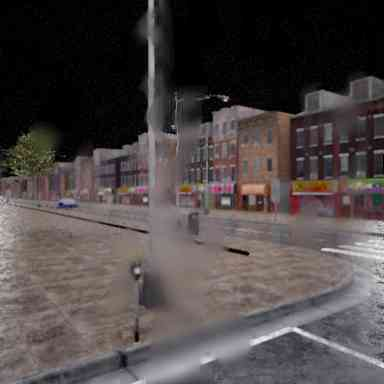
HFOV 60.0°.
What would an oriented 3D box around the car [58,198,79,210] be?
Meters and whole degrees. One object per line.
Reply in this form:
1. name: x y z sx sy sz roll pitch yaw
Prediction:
1. car: -17.255 1.626 46.301 1.882 1.535 5.008 -1 0 -35
